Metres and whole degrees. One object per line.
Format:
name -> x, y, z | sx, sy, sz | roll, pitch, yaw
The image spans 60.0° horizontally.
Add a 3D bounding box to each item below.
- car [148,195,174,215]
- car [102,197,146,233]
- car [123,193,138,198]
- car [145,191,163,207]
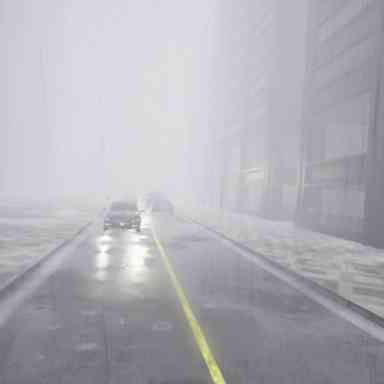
car -> -2.879, 1.340, 31.983 | 1.994, 1.385, 4.181 | 4, 0, -10
car -> -3.695, 1.242, 18.068 | 1.837, 1.490, 4.892 | 4, 0, -10
car -> -8.199, 0.940, 44.571 | 1.812, 1.442, 4.674 | 4, 0, -10
car -> -4.744, 0.865, 42.319 | 2.150, 2.045, 5.566 | 4, 0, -10
